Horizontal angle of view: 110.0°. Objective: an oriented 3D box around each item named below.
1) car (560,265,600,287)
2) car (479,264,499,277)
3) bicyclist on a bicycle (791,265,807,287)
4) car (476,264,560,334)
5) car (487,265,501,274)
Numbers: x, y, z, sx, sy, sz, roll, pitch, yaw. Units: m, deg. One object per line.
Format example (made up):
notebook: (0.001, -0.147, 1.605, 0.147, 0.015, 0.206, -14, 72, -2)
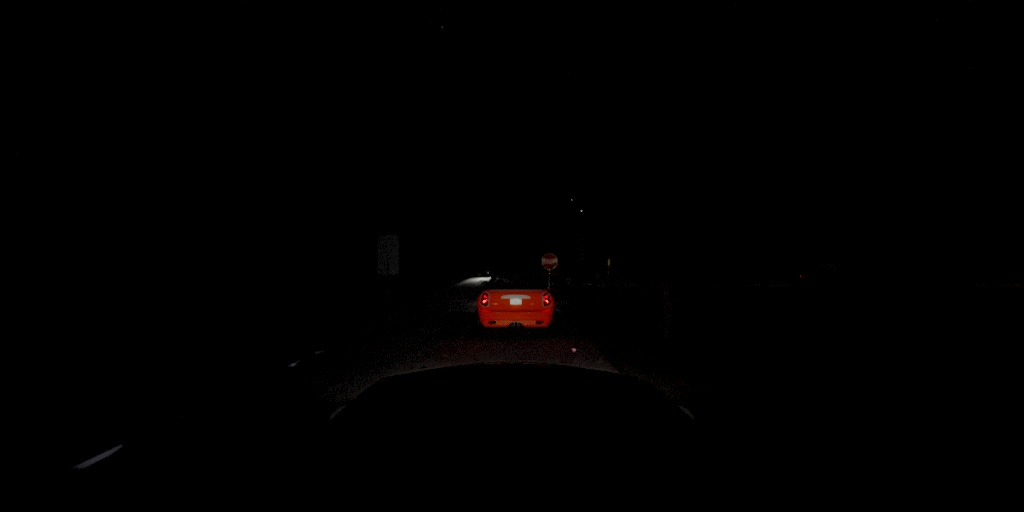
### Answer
car: (4.553, 1.466, 27.002, 5.008, 1.535, 1.882, 2, -4, -37)
car: (-2.825, 1.798, 44.720, 2.128, 1.511, 4.902, 0, -1, 0)
bicyclist on a bicycle: (19.924, 1.423, 25.046, 0.582, 1.620, 1.656, 0, -1, 0)
car: (0.099, 1.210, 11.237, 2.097, 1.767, 4.553, 0, -1, 0)
car: (-2.803, 2.075, 56.514, 1.994, 1.385, 4.181, 0, -1, 0)
